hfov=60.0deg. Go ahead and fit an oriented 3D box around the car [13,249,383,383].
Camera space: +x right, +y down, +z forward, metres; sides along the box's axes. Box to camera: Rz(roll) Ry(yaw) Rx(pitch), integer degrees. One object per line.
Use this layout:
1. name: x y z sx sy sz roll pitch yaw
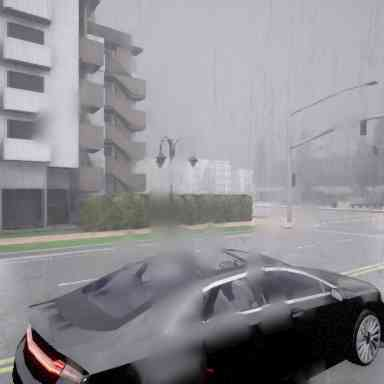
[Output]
1. car: 0.551 1.492 4.150 4.902 1.511 2.128 0 0 -35
